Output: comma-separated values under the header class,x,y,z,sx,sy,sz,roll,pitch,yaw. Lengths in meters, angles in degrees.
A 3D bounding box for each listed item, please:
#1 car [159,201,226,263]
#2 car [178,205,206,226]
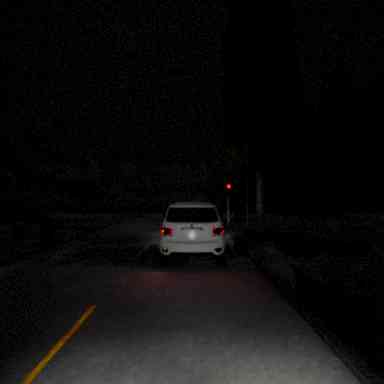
class,x,y,z,sx,sy,sz,roll,pitch,yaw
car,0.022,1.352,12.590,2.150,2.045,5.566,0,0,0
car,0.071,1.824,27.529,2.033,1.411,5.357,0,-1,2
